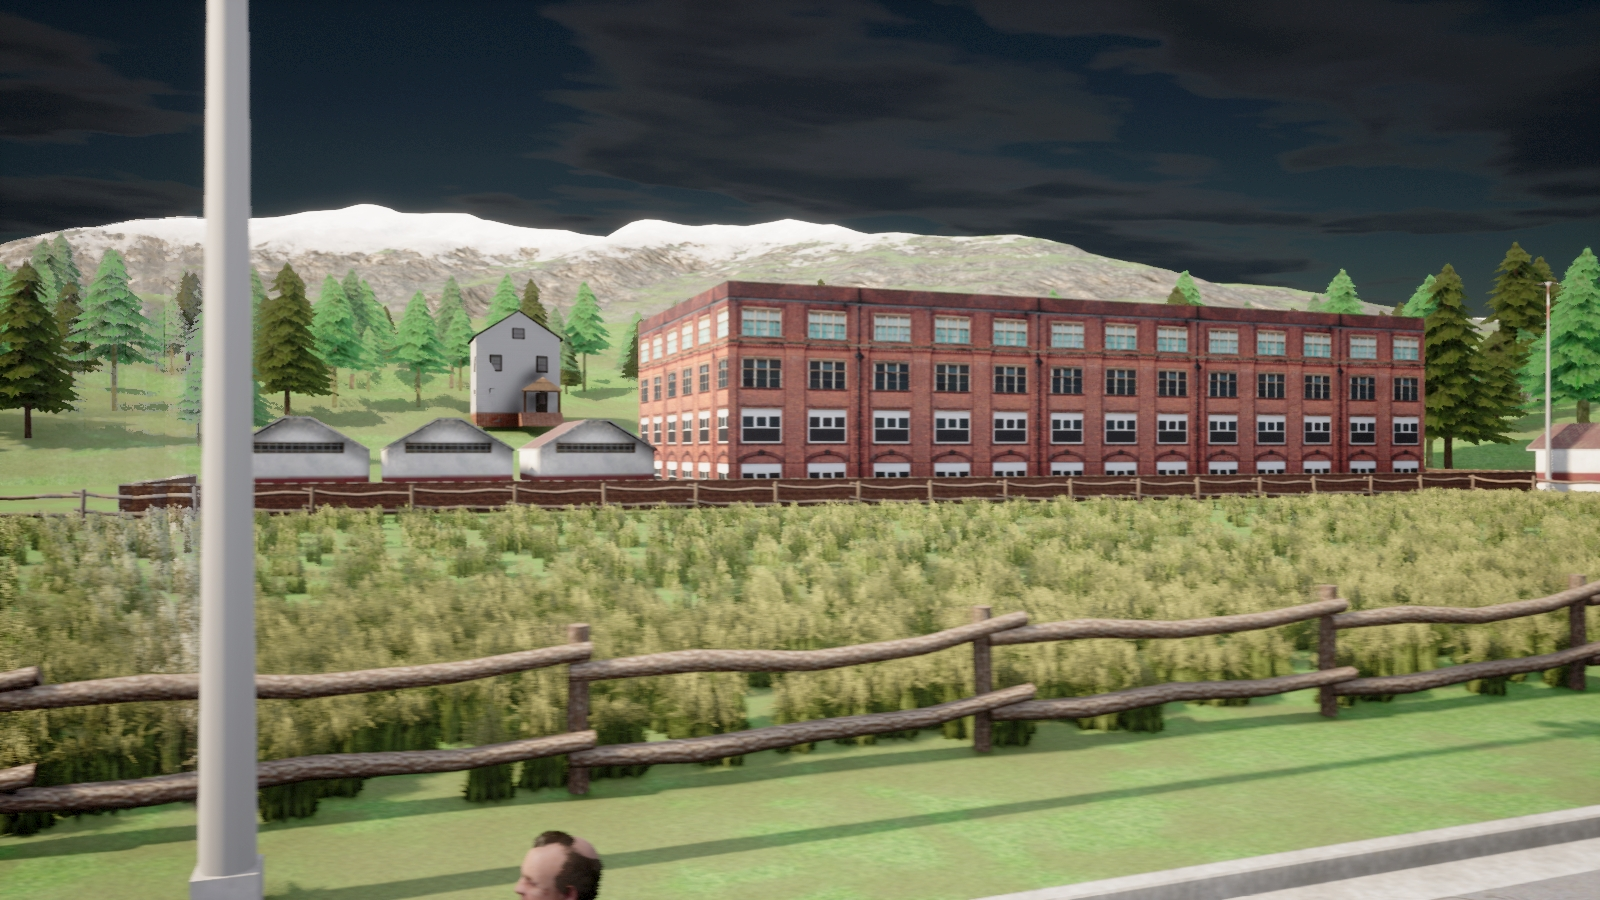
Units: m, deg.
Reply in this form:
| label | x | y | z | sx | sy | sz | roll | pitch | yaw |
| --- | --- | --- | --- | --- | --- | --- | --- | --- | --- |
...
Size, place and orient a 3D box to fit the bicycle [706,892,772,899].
| label | x | y | z | sx | sy | sz | roll | pitch | yaw |
| --- | --- | --- | --- | --- | --- | --- | --- | --- | --- |
| bicycle | -0.912 | 2.060 | 2.960 | 1.835 | 1.471 | 0.329 | 0 | 0 | -20 |
